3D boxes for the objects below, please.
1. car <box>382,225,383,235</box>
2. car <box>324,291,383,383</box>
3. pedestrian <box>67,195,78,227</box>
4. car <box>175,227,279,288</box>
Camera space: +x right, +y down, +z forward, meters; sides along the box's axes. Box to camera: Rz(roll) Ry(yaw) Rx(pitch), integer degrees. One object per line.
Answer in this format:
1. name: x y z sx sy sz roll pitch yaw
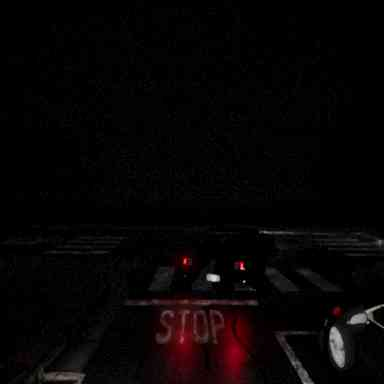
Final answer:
1. car: 11.846 1.488 16.150 4.553 1.767 2.097 0 1 0
2. car: 2.621 1.558 2.859 2.008 1.369 4.403 -1 0 0
3. pedestrian: -6.884 1.060 19.039 0.375 1.860 0.375 0 1 0
4. car: 1.254 1.638 9.467 1.895 1.301 4.718 0 -1 20
